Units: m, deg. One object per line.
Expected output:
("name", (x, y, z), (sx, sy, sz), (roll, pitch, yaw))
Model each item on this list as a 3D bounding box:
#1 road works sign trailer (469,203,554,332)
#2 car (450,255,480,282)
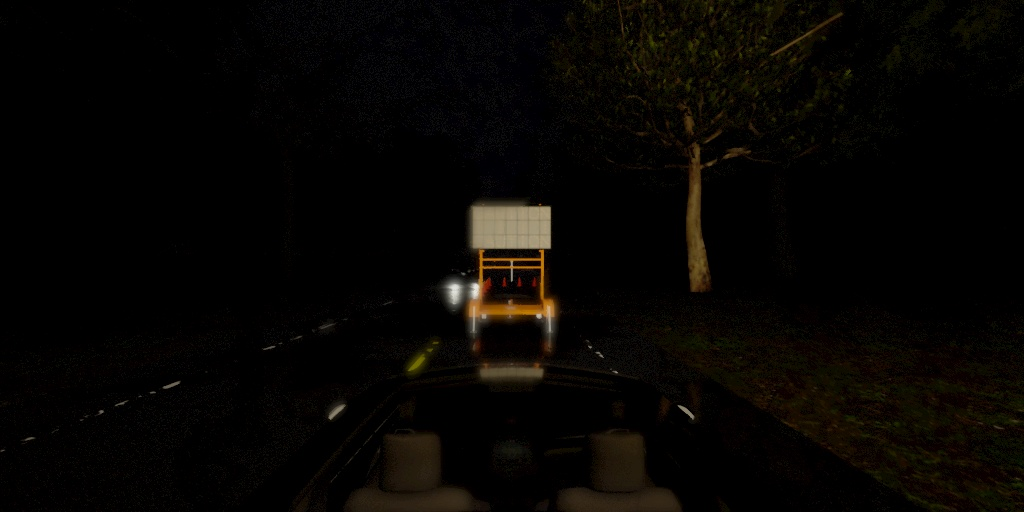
("road works sign trailer", (-0.007, 0.217, 10.804), (2.380, 3.560, 2.880), (0, 0, 0))
("car", (-3.528, 0.971, 28.877), (2.150, 2.045, 5.566), (0, 0, 0))
